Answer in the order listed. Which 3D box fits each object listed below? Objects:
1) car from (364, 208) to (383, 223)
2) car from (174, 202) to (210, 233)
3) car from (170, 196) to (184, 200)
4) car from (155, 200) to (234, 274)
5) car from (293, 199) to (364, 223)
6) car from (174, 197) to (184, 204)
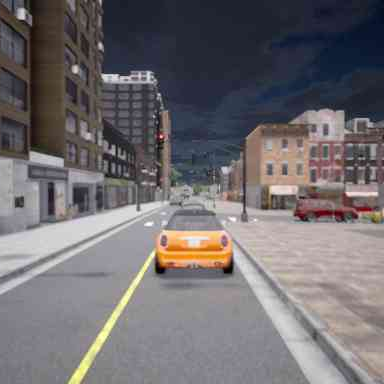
[{"bbox_3d":[16.525,1.869,27.208,4.829,1.417,1.752,1,-1,0],"label":"car"},{"bbox_3d":[0.143,1.461,20.335,1.837,1.490,4.892,0,0,4],"label":"car"},{"bbox_3d":[-2.809,1.497,57.257,2.097,1.767,4.553,0,-1,0],"label":"car"},{"bbox_3d":[0.069,1.312,10.600,2.097,1.767,4.553,0,0,0],"label":"car"},{"bbox_3d":[10.814,1.554,27.221,5.009,1.841,2.192,1,-1,0],"label":"car"},{"bbox_3d":[-2.751,1.857,73.310,2.033,1.411,5.357,0,-1,0],"label":"car"}]
